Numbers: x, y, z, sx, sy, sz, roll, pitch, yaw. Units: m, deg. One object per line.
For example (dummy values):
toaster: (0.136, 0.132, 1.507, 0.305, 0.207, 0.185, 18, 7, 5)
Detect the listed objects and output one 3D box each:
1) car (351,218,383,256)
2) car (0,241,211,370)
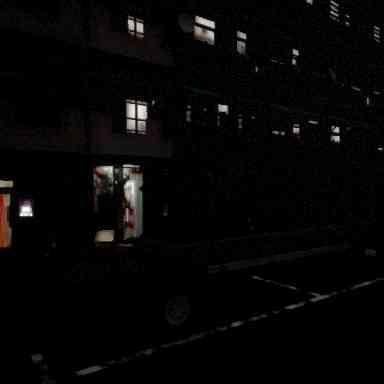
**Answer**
car: (7.498, 1.561, 11.920, 4.313, 1.339, 1.947, 0, -1, -35)
car: (-1.759, 1.541, 5.318, 4.507, 1.381, 1.887, 0, -1, -35)
